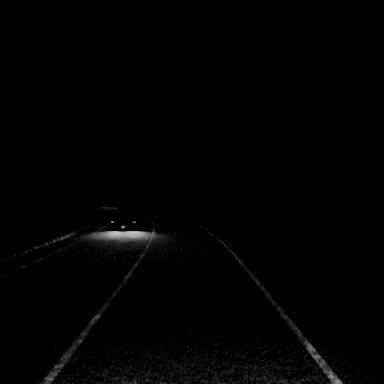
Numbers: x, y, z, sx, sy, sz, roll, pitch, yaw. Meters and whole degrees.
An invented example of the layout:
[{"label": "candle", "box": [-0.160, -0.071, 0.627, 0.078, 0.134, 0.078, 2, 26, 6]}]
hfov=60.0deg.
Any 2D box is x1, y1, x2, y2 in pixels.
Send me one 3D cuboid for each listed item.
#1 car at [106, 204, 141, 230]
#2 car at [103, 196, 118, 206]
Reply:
[{"label": "car", "box": [-4.570, 1.814, 23.318, 2.033, 1.411, 5.357, 1, -1, -7]}, {"label": "car", "box": [-15.497, 1.795, 63.183, 2.150, 2.045, 5.566, 3, -1, -23]}]
